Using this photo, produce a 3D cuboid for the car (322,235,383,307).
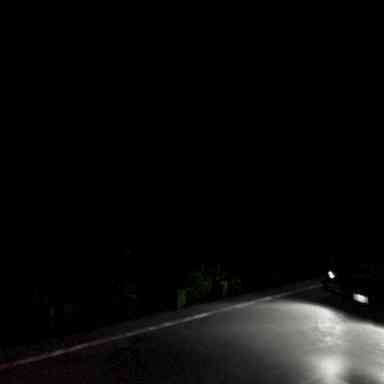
[{"bbox_3d":[5.339,1.638,7.792,5.357,1.411,2.033,1,0,-35],"label":"car"}]
